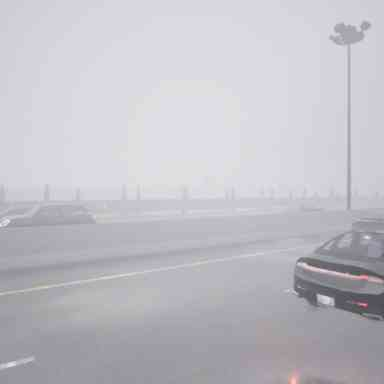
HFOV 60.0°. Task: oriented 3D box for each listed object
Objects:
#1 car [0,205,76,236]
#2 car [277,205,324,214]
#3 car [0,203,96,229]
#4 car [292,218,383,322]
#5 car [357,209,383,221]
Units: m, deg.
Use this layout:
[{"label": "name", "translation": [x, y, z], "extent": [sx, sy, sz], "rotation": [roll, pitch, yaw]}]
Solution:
[{"label": "car", "translation": [-9.558, 1.551, 18.669], "extent": [5.357, 1.411, 2.033], "rotation": [0, 0, -35]}, {"label": "car", "translation": [7.319, 1.567, 22.099], "extent": [4.181, 1.385, 1.994], "rotation": [0, 0, -35]}, {"label": "car", "translation": [-7.045, 1.355, 16.160], "extent": [4.553, 1.767, 2.097], "rotation": [0, 0, -35]}, {"label": "car", "translation": [4.087, 1.492, 6.662], "extent": [4.902, 1.511, 2.128], "rotation": [0, 0, -35]}, {"label": "car", "translation": [8.745, 1.507, 14.282], "extent": [4.892, 1.490, 1.837], "rotation": [0, 0, -35]}]
